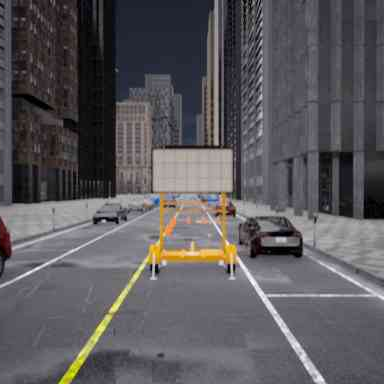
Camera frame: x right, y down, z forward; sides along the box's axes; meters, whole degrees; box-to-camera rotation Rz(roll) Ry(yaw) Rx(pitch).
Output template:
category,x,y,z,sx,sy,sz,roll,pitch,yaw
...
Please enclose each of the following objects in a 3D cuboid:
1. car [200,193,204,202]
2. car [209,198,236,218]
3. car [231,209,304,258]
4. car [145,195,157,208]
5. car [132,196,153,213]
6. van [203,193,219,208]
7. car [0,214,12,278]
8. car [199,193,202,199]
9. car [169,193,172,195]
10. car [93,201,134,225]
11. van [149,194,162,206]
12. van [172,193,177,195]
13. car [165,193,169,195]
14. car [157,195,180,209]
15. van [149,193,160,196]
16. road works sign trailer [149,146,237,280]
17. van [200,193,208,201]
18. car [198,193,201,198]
category,x,y,z,sx,sy,sz,roll,pitch,yaw
car,2.901,1.421,63.219,1.802,1.307,4.206,0,0,0
car,2.825,1.470,29.375,1.887,1.381,4.507,0,0,0
car,2.788,1.534,12.453,1.947,1.339,4.313,0,0,0
car,-5.675,1.423,40.501,1.752,1.417,4.829,0,0,0
car,-5.687,1.462,35.030,2.008,1.369,4.403,0,0,0
van,2.863,1.224,46.297,1.690,1.788,3.998,0,0,0
car,-5.751,1.297,6.826,2.192,1.841,5.009,0,0,0
car,2.914,1.407,68.860,1.802,1.307,4.206,0,0,0
car,-5.625,1.154,63.234,2.192,1.841,5.009,0,0,0
car,-5.712,1.506,23.749,1.947,1.339,4.313,0,0,0
van,-5.650,1.209,51.952,1.690,1.788,3.998,0,0,0
van,-5.574,1.121,85.797,1.690,1.788,3.998,0,0,0
car,-5.637,1.294,57.592,1.967,1.590,4.097,0,0,0
car,-2.988,1.438,43.235,2.033,1.411,5.357,0,0,0
van,-5.663,1.224,46.311,1.690,1.788,3.998,0,0,0
road works sign trailer,0.022,0.439,9.842,2.380,3.560,2.880,0,0,0
van,2.939,1.136,80.140,1.690,1.788,3.998,0,0,0
car,2.927,1.376,74.500,1.947,1.339,4.313,0,0,0
